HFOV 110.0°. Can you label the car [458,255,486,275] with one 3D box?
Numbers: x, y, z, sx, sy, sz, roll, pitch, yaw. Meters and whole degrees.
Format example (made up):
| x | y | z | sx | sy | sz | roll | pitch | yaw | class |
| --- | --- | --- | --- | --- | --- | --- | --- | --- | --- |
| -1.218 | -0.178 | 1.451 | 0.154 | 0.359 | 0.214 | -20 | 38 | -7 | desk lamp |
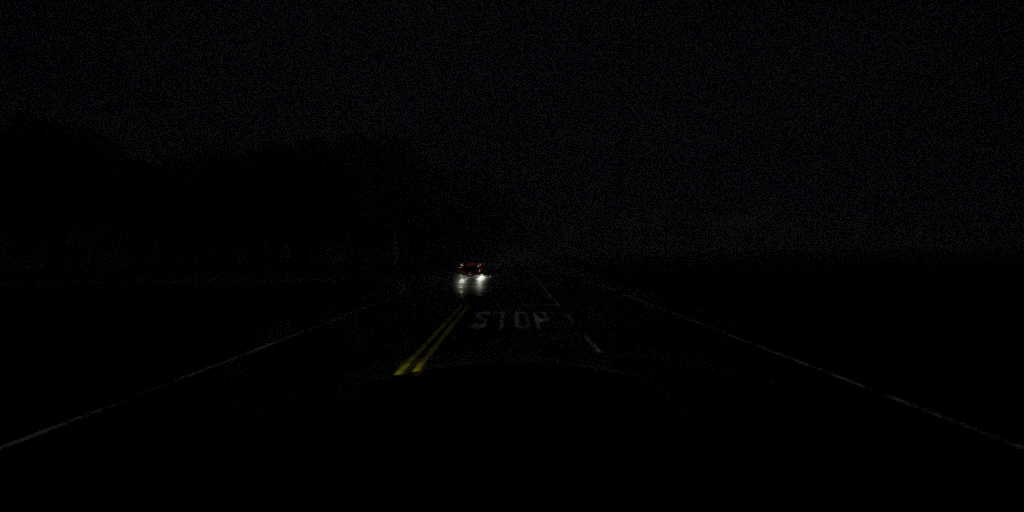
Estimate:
| x | y | z | sx | sy | sz | roll | pitch | yaw | class |
| --- | --- | --- | --- | --- | --- | --- | --- | --- | --- |
| -3.500 | 0.744 | 32.067 | 2.097 | 1.767 | 4.553 | -1 | 2 | 0 | car |
